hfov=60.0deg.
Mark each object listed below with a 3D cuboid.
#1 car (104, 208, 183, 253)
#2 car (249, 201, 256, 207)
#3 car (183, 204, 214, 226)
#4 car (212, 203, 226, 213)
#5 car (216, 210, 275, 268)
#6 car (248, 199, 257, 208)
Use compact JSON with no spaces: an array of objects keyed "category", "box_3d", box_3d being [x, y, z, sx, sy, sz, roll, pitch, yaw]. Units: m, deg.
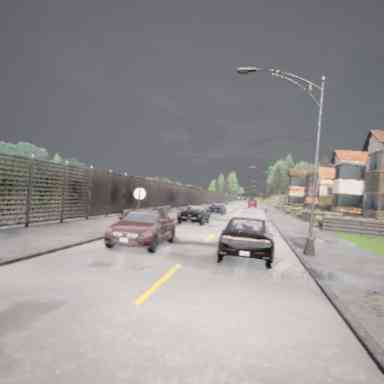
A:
[{"category":"car","box_3d":[-1.886,1.421,13.563,1.812,1.442,4.674,5,0,10]},{"category":"car","box_3d":[16.770,3.242,92.128,1.994,1.385,4.181,5,0,11]},{"category":"car","box_3d":[0.209,1.721,25.037,1.895,1.301,4.718,5,0,10]},{"category":"car","box_3d":[3.024,2.020,39.993,1.895,1.301,4.718,5,0,11]},{"category":"car","box_3d":[2.063,1.715,12.538,2.128,1.511,4.902,5,0,11]},{"category":"car","box_3d":[14.901,2.820,81.915,2.150,2.045,5.566,5,0,11]}]
